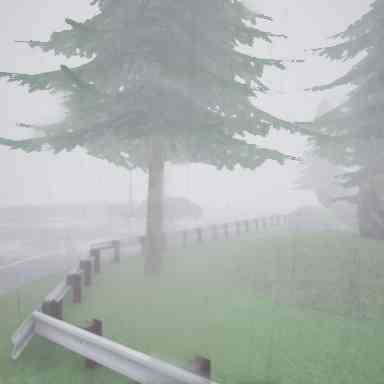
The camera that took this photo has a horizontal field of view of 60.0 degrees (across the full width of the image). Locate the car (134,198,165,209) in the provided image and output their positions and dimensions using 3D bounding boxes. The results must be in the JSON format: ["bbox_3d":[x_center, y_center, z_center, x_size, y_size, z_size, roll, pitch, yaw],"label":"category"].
[{"bbox_3d":[-6.600,1.725,52.017,1.882,1.535,5.008,0,0,36],"label":"car"}]

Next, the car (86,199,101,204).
[{"bbox_3d":[-15.903,1.863,57.066,1.895,1.301,4.718,0,0,36],"label":"car"}]

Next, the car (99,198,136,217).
[{"bbox_3d":[-6.542,1.723,33.763,2.128,1.511,4.902,0,0,36],"label":"car"}]

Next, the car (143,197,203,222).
[{"bbox_3d":[-1.306,1.443,29.052,2.150,2.045,5.566,0,0,36],"label":"car"}]

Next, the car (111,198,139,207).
[{"bbox_3d":[-11.509,1.783,57.171,1.812,1.442,4.674,0,0,36],"label":"car"}]

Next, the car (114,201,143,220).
[{"bbox_3d":[-4.495,1.827,30.607,1.895,1.301,4.718,0,0,36],"label":"car"}]
